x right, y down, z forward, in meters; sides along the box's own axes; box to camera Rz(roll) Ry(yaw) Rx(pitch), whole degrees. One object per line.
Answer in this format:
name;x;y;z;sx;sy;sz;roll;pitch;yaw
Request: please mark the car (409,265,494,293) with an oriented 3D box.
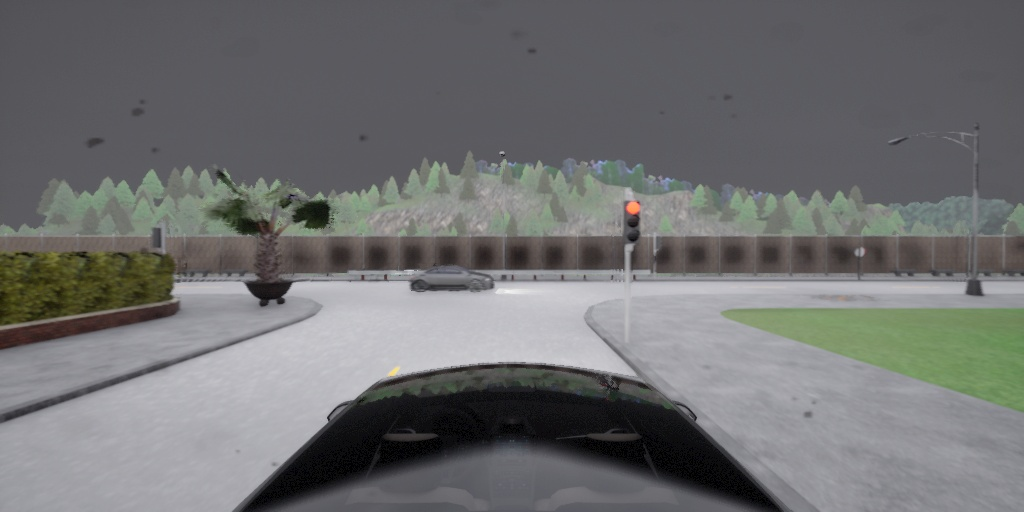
car;-2.993;1.147;18.103;4.181;1.385;1.994;0;1;0
